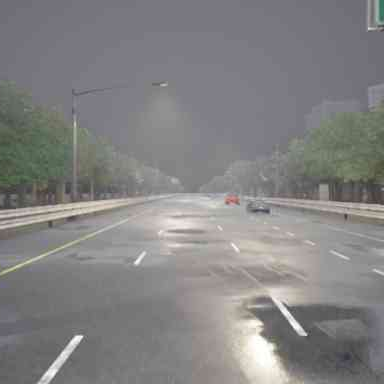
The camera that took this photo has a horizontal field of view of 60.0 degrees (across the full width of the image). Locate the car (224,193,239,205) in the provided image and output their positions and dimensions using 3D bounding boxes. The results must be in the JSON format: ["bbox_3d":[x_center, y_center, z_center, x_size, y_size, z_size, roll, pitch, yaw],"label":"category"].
[{"bbox_3d":[6.994,1.240,58.917,2.150,2.045,5.566,0,0,0],"label":"car"}]

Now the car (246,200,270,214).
[{"bbox_3d":[6.991,1.562,35.611,1.994,1.385,4.181,0,0,0],"label":"car"}]
